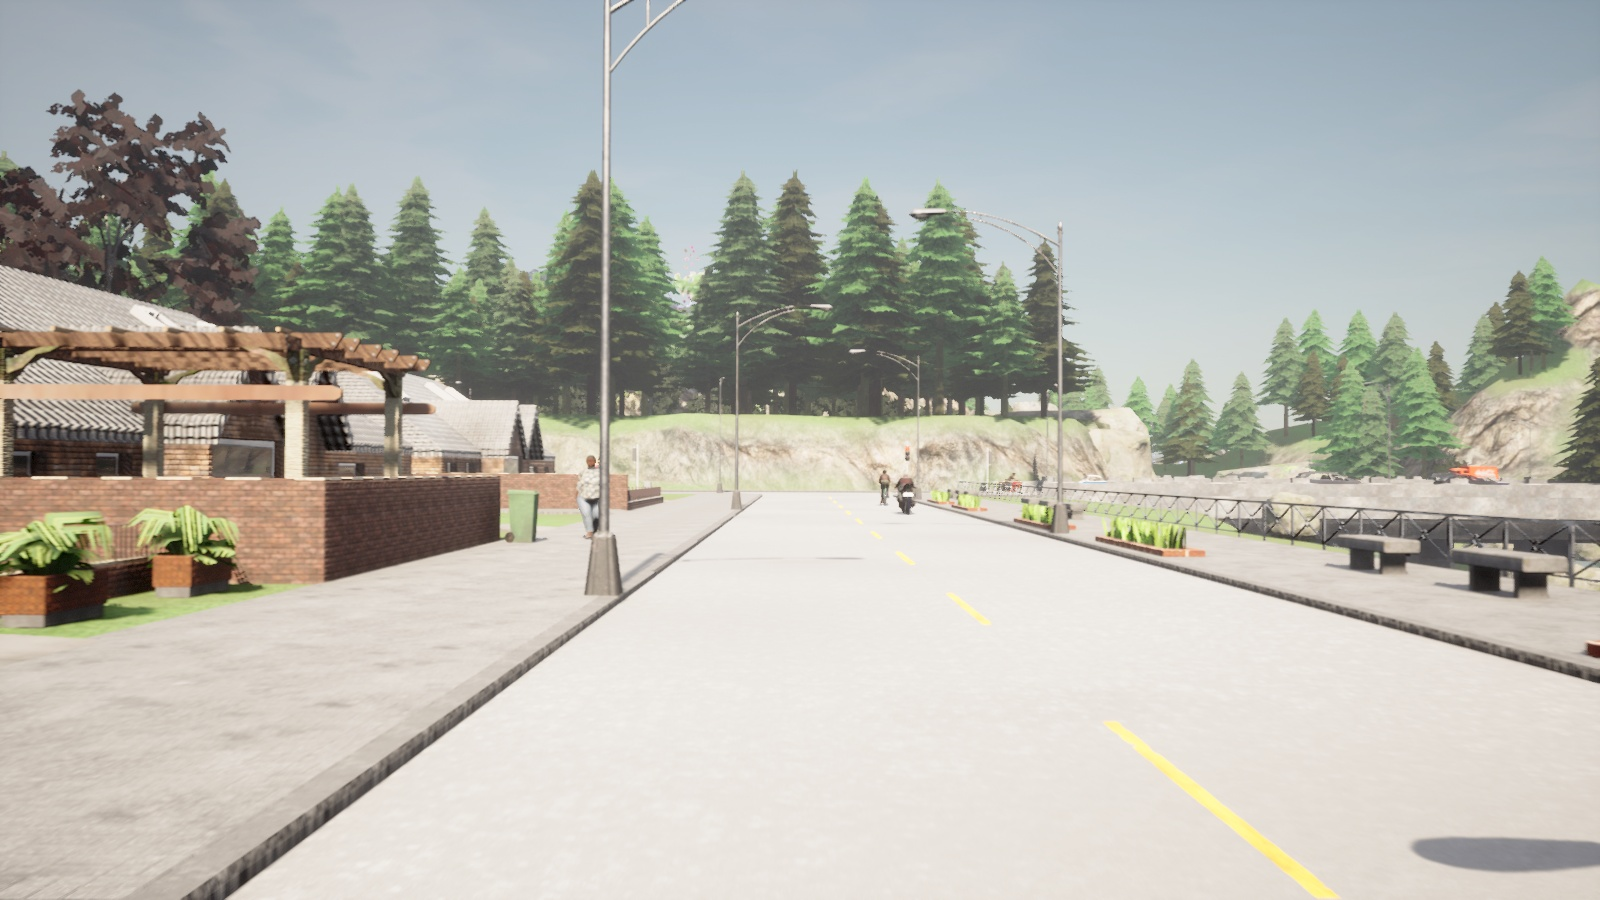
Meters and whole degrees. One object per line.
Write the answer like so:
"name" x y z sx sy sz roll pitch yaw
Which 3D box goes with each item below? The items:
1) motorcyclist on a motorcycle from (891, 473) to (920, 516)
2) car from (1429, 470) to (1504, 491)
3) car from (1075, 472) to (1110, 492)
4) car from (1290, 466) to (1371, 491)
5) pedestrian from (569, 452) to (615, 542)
"motorcyclist on a motorcycle" 3.892 1.609 46.299 0.866 1.530 2.191 0 -1 0
"car" 45.896 2.093 86.490 4.193 1.474 1.816 0 -1 0
"car" 21.063 2.299 90.432 2.207 1.376 1.481 0 -1 0
"car" 36.500 1.957 86.469 4.611 1.667 2.242 0 -1 0
"pedestrian" -4.370 0.985 26.447 0.874 1.855 0.900 0 -1 -3
